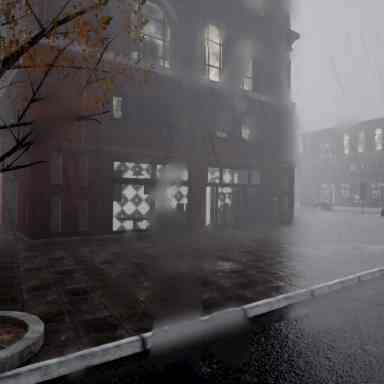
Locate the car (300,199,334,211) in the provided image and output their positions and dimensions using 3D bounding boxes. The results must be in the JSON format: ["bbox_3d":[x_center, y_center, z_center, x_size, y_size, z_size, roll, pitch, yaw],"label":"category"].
[{"bbox_3d":[15.562,1.617,41.685,2.008,1.369,4.403,1,-1,-28],"label":"car"}]
